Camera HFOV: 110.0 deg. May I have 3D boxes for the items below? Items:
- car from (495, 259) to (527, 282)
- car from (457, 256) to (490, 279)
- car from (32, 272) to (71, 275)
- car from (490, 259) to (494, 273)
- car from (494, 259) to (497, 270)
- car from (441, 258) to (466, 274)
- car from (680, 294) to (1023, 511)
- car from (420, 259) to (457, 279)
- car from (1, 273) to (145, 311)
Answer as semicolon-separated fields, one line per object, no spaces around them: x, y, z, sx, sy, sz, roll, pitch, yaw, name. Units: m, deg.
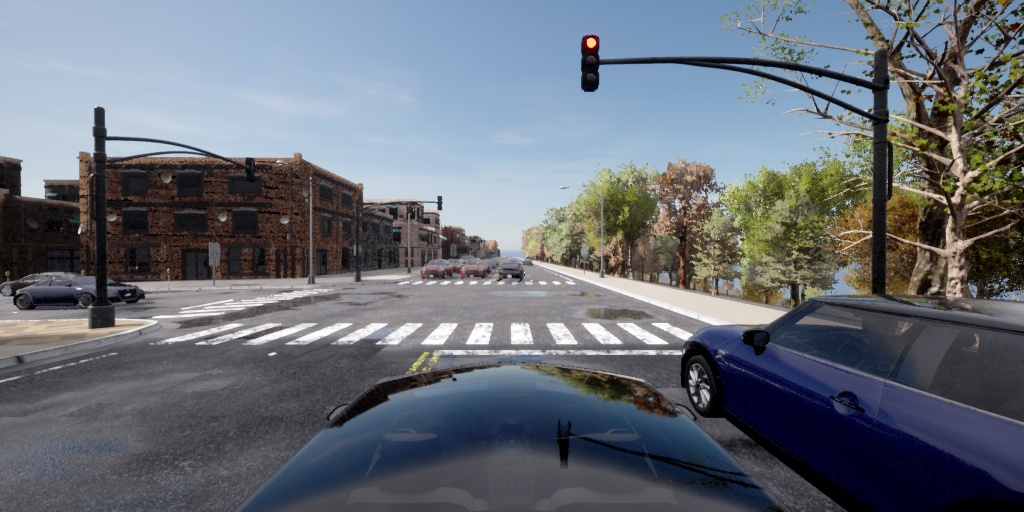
-0.023;1.251;29.351;1.837;1.490;4.892;1;0;4;car
-3.375;1.098;32.263;2.097;1.767;4.553;0;0;0;car
-28.327;1.671;21.900;4.403;1.370;2.007;0;0;-1;car
-3.401;1.223;41.360;1.882;1.535;5.008;0;0;0;car
-3.423;1.309;52.014;1.994;1.385;4.181;0;0;0;car
-6.650;1.098;41.081;2.097;1.767;4.553;0;0;0;car
3.350;1.102;3.068;2.097;1.767;4.553;0;0;0;car
-6.689;1.098;32.278;2.097;1.767;4.553;0;0;2;car
-19.348;1.604;16.159;4.181;1.385;1.994;-1;1;-1;car
